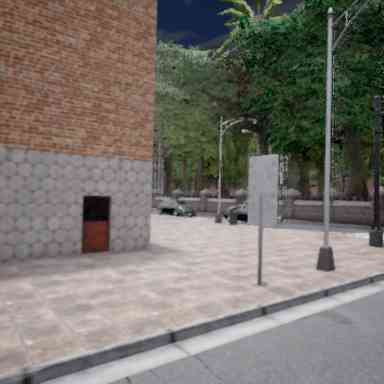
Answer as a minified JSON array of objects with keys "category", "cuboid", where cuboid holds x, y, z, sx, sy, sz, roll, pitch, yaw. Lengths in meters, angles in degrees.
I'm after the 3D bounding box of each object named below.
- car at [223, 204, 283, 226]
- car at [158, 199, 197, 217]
[{"category":"car","cuboid":[4.395,1.645,24.403,2.128,1.511,4.902,2,-1,-36]},{"category":"car","cuboid":[-1.462,1.499,32.521,2.097,1.767,4.553,2,-1,-36]}]
